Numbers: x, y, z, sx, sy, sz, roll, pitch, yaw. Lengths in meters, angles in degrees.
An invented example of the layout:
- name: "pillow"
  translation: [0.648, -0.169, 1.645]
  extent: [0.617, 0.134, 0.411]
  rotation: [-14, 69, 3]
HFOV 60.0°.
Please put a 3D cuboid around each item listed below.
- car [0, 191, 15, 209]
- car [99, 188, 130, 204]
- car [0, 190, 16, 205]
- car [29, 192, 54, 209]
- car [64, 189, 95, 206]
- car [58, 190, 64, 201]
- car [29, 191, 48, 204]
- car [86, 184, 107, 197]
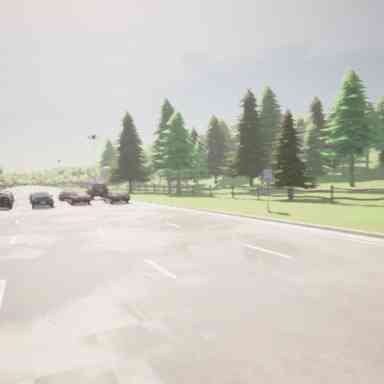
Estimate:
- name: "car"
  translation: [-17.961, 0.808, 31.195]
  extent: [1.882, 1.535, 5.008]
  rotation: [-3, 2, -26]
- name: "car"
  translation: [-7.953, 0.520, 34.661]
  extent: [1.895, 1.301, 4.718]
  rotation: [-3, 2, -27]
- name: "car"
  translation: [-22.366, 0.625, 39.835]
  extent: [2.128, 1.511, 4.902]
  rotation: [-3, 2, -26]
- name: "car"
  translation: [-14.311, 0.733, 31.723]
  extent: [1.812, 1.442, 4.674]
  rotation: [-3, 2, -26]
- name: "car"
  translation: [-11.728, 0.637, 34.378]
  extent: [1.895, 1.301, 4.718]
  rotation: [-3, 2, -26]
- name: "car"
  translation: [-15.896, 0.415, 42.524]
  extent: [1.994, 1.385, 4.181]
  rotation: [-3, 2, -26]
- name: "car"
  translation: [-18.713, 0.613, 40.340]
  extent: [1.895, 1.301, 4.718]
  rotation: [-3, 2, -26]
- name: "car"
  translation: [-12.437, -0.057, 43.396]
  extent: [2.150, 2.045, 5.566]
  rotation: [-3, 2, -26]
